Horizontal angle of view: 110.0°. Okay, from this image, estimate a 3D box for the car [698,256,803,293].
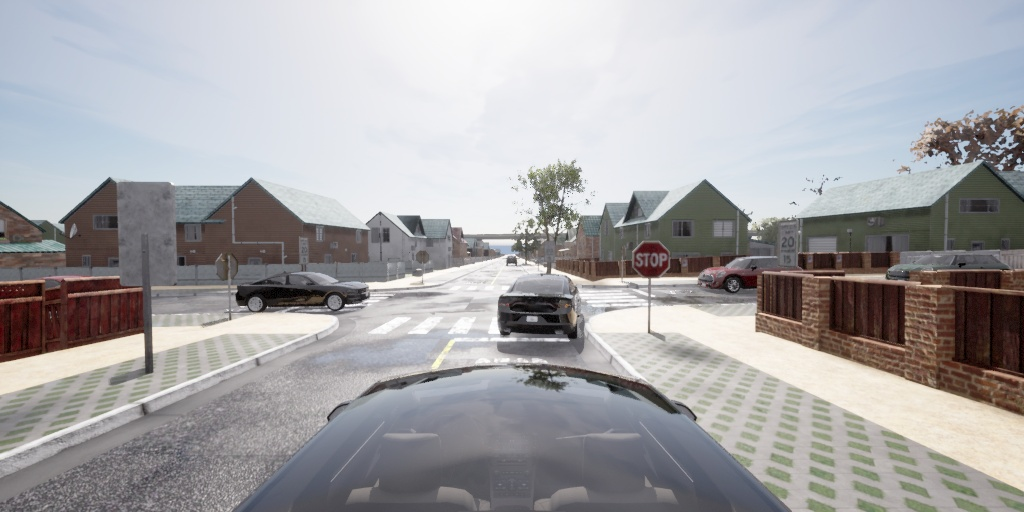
[{"bbox_3d":[11.794,0.820,17.859,4.553,1.767,2.097,-1,2,0],"label":"car"}]

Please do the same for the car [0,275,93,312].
[{"bbox_3d":[-18.032,1.546,14.689,5.008,1.535,1.882,-1,2,0],"label":"car"}]

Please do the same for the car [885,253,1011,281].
[{"bbox_3d":[21.688,0.646,17.938,4.553,1.767,2.097,-1,2,0],"label":"car"}]

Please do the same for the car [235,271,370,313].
[{"bbox_3d":[-8.479,1.376,14.760,5.008,1.535,1.882,-1,2,0],"label":"car"}]

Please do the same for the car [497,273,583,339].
[{"bbox_3d":[0.951,1.224,10.241,1.882,1.535,5.008,0,0,12],"label":"car"}]
